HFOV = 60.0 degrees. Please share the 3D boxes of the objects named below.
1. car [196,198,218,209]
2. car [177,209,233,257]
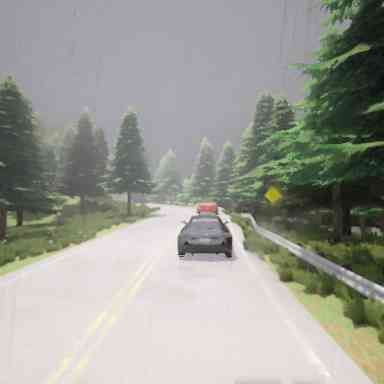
[{"bbox_3d":[1.532,1.461,35.967,2.097,1.767,4.553,0,0,-2],"label":"car"},{"bbox_3d":[0.529,1.597,13.172,1.994,1.385,4.181,0,0,3],"label":"car"}]
